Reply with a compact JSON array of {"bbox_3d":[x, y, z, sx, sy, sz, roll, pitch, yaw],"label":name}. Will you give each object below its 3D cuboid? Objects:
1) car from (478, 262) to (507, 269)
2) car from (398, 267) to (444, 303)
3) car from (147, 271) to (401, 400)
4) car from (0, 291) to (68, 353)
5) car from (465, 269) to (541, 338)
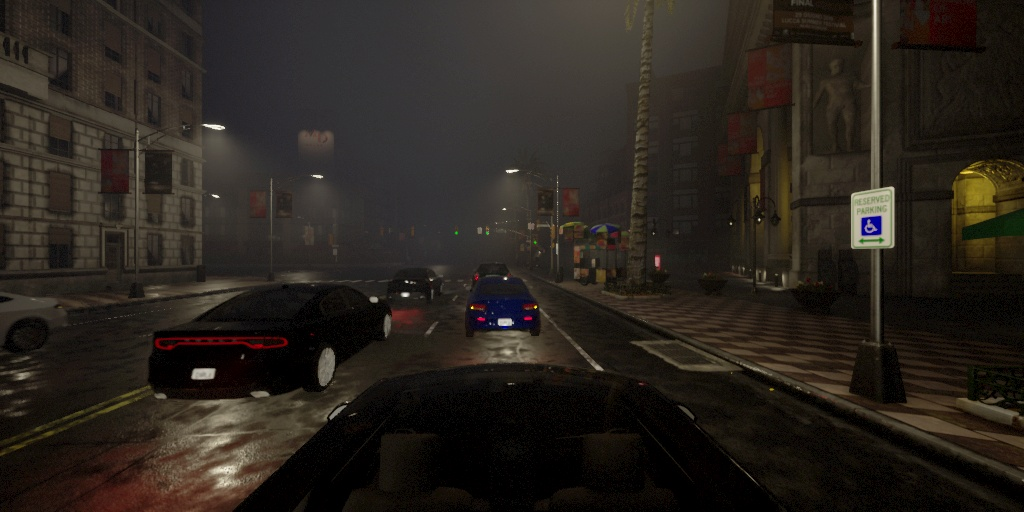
[{"bbox_3d":[-1.071,1.101,19.648,2.097,1.767,4.553,0,0,-4],"label":"car"},{"bbox_3d":[-4.344,1.256,16.491,1.837,1.490,4.892,0,0,-4],"label":"car"},{"bbox_3d":[-3.753,1.228,6.697,1.882,1.535,5.008,0,0,-3],"label":"car"},{"bbox_3d":[-10.831,1.276,6.105,1.812,1.442,4.674,0,0,-3],"label":"car"},{"bbox_3d":[-0.333,1.276,10.115,1.812,1.442,4.674,0,0,-4],"label":"car"}]
